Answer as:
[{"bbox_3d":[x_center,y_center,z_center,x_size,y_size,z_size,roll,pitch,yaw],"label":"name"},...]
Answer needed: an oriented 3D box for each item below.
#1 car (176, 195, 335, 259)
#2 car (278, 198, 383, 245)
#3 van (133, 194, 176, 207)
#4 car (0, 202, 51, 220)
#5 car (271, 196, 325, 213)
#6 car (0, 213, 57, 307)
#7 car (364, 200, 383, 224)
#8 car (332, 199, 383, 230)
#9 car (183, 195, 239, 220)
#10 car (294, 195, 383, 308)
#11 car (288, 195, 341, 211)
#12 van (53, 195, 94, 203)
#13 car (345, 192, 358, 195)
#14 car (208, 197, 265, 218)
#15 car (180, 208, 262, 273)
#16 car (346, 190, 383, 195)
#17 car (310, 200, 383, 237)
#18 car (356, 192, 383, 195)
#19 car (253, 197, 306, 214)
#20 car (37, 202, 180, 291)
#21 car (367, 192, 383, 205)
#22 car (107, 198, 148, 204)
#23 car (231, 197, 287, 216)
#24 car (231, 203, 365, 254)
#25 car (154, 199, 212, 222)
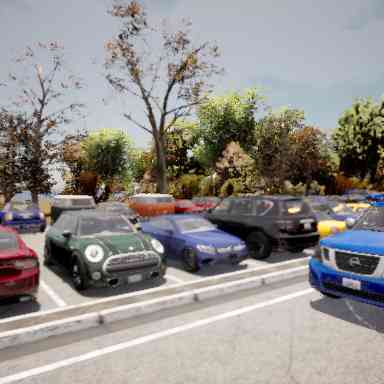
[{"bbox_3d":[2.032,1.147,12.511,2.435,2.045,5.566,-1,0,-36],"label":"car"},{"bbox_3d":[6.630,1.213,15.799,2.185,1.767,4.553,-1,0,-36],"label":"car"},{"bbox_3d":[-3.075,1.143,24.416,1.878,1.987,4.442,-1,0,-36],"label":"van"},{"bbox_3d":[-9.985,1.333,19.302,2.185,1.767,4.553,-1,0,-36],"label":"car"},{"bbox_3d":[10.780,1.191,34.165,2.097,1.535,5.008,-1,0,-36],"label":"car"},{"bbox_3d":[-4.843,1.487,7.558,2.097,1.535,5.008,-1,0,-36],"label":"car"},{"bbox_3d":[13.549,1.290,20.700,2.002,1.452,4.674,-1,0,-36],"label":"car"},{"bbox_3d":[11.140,1.276,19.210,1.946,1.575,5.366,-1,0,-36],"label":"car"},{"bbox_3d":[1.468,1.185,27.556,2.185,1.767,4.553,-1,0,-36],"label":"car"},{"bbox_3d":[4.926,1.162,7.184,5.566,2.045,2.150,-1,0,-35],"label":"car"},{"bbox_3d":[13.078,1.161,35.806,2.097,1.535,5.008,-1,0,-36],"label":"car"},{"bbox_3d":[-7.674,1.202,21.135,1.878,1.987,4.442,-1,0,-36],"label":"van"},{"bbox_3d":[15.375,1.133,37.448,2.231,1.521,4.892,-1,0,-36],"label":"car"},{"bbox_3d":[3.787,1.281,29.169,2.097,1.535,5.008,-1,0,-36],"label":"car"},{"bbox_3d":[-0.249,1.468,10.850,2.002,1.452,4.674,-1,0,-36],"label":"car"},{"bbox_3d":[22.176,0.787,42.282,2.435,2.045,5.566,-1,0,-36],"label":"car"},{"bbox_3d":[9.057,1.306,17.266,1.946,1.575,5.366,-1,0,-36],"label":"car"},{"bbox_3d":[19.961,1.071,40.742,2.231,1.521,4.892,-1,0,-36],"label":"car"},{"bbox_3d":[8.463,1.250,32.551,2.163,1.488,4.792,-1,0,-36],"label":"car"},{"bbox_3d":[-2.566,1.332,9.230,2.185,1.767,4.553,-1,0,-36],"label":"car"},{"bbox_3d":[26.900,0.836,45.614,2.185,1.767,4.553,0,0,-36],"label":"car"},{"bbox_3d":[-5.309,1.399,22.687,2.231,1.521,4.892,-1,0,-36],"label":"car"},{"bbox_3d":[6.079,1.252,30.818,2.097,1.535,5.008,-1,0,-36],"label":"car"},{"bbox_3d":[4.243,1.365,14.283,1.946,1.575,5.366,-1,0,-36],"label":"car"},{"bbox_3d":[-0.814,1.340,25.895,2.097,1.535,5.008,-1,0,-36],"label":"car"}]
